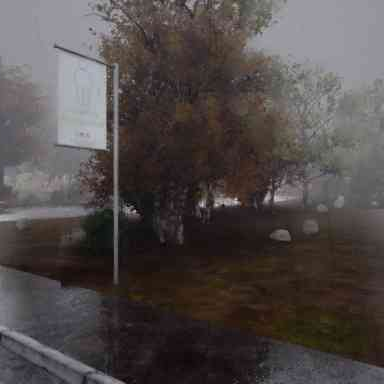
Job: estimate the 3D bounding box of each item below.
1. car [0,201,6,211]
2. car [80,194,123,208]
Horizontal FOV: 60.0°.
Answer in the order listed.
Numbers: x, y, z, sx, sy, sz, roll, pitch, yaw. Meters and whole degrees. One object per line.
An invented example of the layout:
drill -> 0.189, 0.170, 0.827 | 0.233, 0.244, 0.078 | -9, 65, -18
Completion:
car -> -23.162, 1.504, 36.542 | 1.837, 1.490, 4.892 | 0, 0, 39
car -> -12.246, 1.195, 44.641 | 2.150, 2.045, 5.566 | 0, 0, 38
